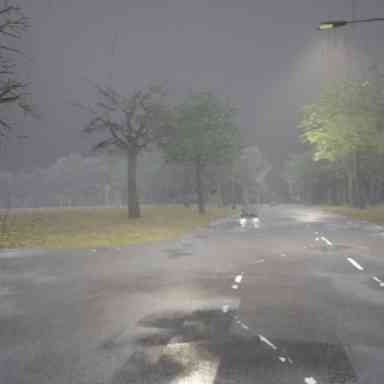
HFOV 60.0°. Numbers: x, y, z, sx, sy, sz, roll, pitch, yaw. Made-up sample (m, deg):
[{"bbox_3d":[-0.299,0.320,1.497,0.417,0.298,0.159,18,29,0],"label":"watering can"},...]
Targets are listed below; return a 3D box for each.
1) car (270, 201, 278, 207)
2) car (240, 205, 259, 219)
[{"bbox_3d":[21.967,3.240,88.860,2.033,1.411,5.357,-3,-2,20],"label":"car"},{"bbox_3d":[6.853,2.333,39.510,1.837,1.490,4.892,-2,-2,14],"label":"car"}]
